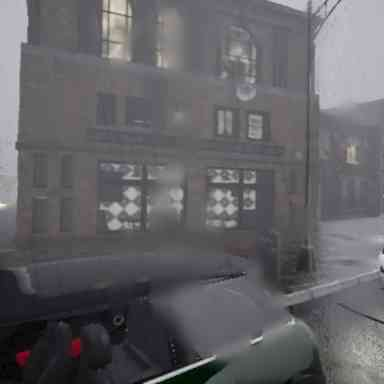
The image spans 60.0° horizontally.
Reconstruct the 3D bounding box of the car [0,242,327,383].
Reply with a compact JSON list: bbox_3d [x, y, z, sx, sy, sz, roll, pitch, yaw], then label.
[{"bbox_3d":[-1.109,1.355,2.322,4.553,1.767,2.097,0,0,-36],"label":"car"}]

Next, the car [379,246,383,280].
[{"bbox_3d":[6.759,1.270,8.057,5.566,2.045,2.150,0,0,-36],"label":"car"}]
